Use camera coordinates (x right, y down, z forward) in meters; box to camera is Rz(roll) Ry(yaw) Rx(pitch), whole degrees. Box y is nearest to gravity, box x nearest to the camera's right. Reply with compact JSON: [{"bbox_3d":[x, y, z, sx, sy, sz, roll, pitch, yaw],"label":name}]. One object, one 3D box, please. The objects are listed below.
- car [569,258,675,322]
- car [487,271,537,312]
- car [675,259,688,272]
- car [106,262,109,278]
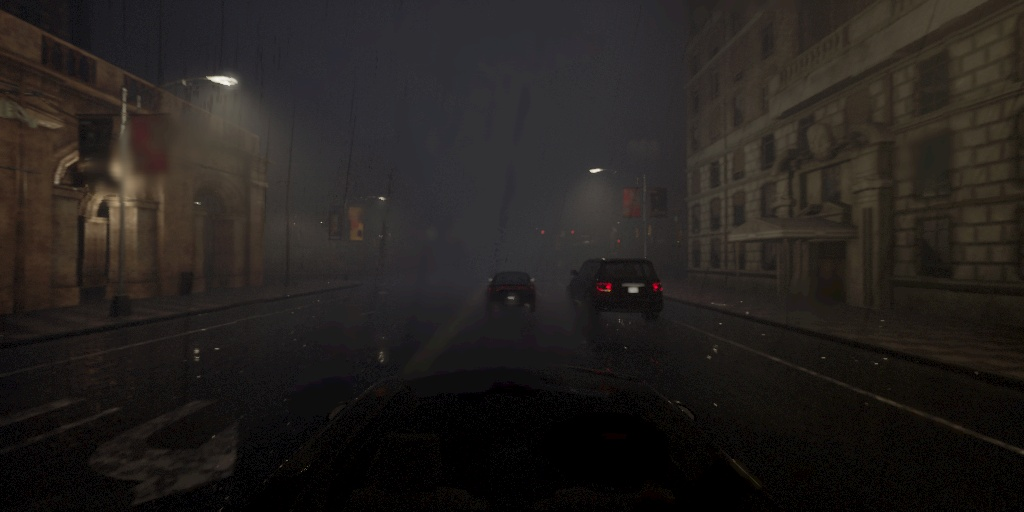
[{"bbox_3d":[3.506,1.091,13.036,2.150,2.045,5.566,0,0,0],"label":"car"},{"bbox_3d":[0.002,1.367,15.102,1.882,1.535,5.008,0,-1,0],"label":"car"},{"bbox_3d":[25.602,1.518,54.169,5.566,2.045,2.150,0,-1,0],"label":"car"},{"bbox_3d":[-44.842,1.700,42.182,4.674,1.442,1.812,0,-1,0],"label":"car"}]
